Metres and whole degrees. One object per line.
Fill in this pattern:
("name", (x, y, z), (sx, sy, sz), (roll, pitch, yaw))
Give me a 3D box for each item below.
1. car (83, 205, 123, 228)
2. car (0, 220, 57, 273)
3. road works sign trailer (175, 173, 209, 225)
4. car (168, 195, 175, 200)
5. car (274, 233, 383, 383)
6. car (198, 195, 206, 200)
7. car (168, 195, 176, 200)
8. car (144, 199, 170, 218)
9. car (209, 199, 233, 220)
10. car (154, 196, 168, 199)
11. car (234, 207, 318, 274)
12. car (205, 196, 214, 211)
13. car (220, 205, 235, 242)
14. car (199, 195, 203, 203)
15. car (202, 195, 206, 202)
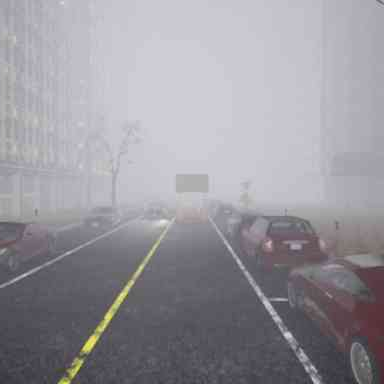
("car", (-5.693, 1.544, 21.798), (1.947, 1.339, 4.313), (-1, 0, 0))
("car", (-5.696, 1.571, 10.515), (1.802, 1.307, 4.206), (-1, 0, 0))
("road works sign trailer", (0.007, 0.440, 23.704), (2.380, 3.560, 2.880), (0, 0, 0))
("car", (-5.675, 1.415, 89.324), (1.752, 1.417, 4.829), (-1, 0, 0))
("car", (2.683, 1.577, 4.869), (1.802, 1.307, 4.206), (-1, 0, 0))
("car", (2.706, 1.440, 89.511), (2.008, 1.369, 4.403), (-1, 0, 0))
("car", (-5.672, 1.462, 95.136), (1.802, 1.307, 4.206), (-1, 0, 0))
("car", (-3.090, 1.570, 29.795), (1.895, 1.301, 4.718), (0, 0, 0))
("car", (2.689, 1.537, 27.441), (1.947, 1.339, 4.313), (-1, 0, 0))
("car", (-5.684, 1.488, 55.646), (2.008, 1.369, 4.403), (-1, 0, 0))
("car", (2.684, 1.429, 10.512), (1.967, 1.590, 4.097), (-1, 0, 0))
("car", (2.692, 1.503, 38.726), (1.887, 1.381, 4.507), (-1, 0, 0))
("car", (2.686, 1.549, 16.155), (1.947, 1.339, 4.313), (-1, 0, 0))
("car", (2.700, 1.467, 66.940), (1.887, 1.381, 4.507), (-1, 0, 0))
("car", (2.694, 1.476, 44.538), (1.752, 1.417, 4.829), (-1, 0, 0))
